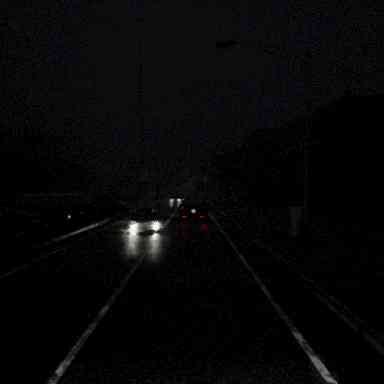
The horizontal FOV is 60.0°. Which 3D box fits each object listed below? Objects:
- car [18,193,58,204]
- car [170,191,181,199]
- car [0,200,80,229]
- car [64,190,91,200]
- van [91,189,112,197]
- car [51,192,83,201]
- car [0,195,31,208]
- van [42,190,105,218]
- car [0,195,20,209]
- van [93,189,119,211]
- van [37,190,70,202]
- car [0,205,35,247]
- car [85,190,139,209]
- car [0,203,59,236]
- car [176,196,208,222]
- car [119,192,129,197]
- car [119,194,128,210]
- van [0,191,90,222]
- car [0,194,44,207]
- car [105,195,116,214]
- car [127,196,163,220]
[{"bbox_3d":[-22.059,0.957,47.872,4.792,1.488,2.163,0,1,0],"label":"car"},{"bbox_3d":[-3.274,0.618,66.254,1.837,1.490,4.892,0,2,0],"label":"car"},{"bbox_3d":[-8.992,1.374,18.037,4.792,1.488,2.163,0,1,0],"label":"car"},{"bbox_3d":[-22.145,0.565,64.522,4.553,1.767,2.185,0,1,0],"label":"car"},{"bbox_3d":[-22.021,0.236,81.170,4.442,1.987,1.878,0,1,0],"label":"van"},{"bbox_3d":[-22.100,0.768,58.973,5.008,1.535,2.097,0,1,0],"label":"car"},{"bbox_3d":[-22.104,1.077,39.546,4.792,1.488,2.163,0,1,0],"label":"car"},{"bbox_3d":[-8.854,1.048,23.638,4.442,1.987,1.878,0,1,0],"label":"van"},{"bbox_3d":[-22.077,1.088,36.771,4.892,1.521,2.231,0,1,0],"label":"car"},{"bbox_3d":[-9.096,0.968,29.248,4.442,1.987,1.878,0,1,0],"label":"van"},{"bbox_3d":[-22.213,0.622,53.418,4.442,1.987,1.878,0,1,0],"label":"van"},{"bbox_3d":[-8.960,1.400,12.426,4.892,1.521,2.231,0,1,0],"label":"car"},{"bbox_3d":[-8.964,0.822,37.657,5.566,2.045,2.435,0,1,0],"label":"car"},{"bbox_3d":[-8.955,1.413,15.229,4.674,1.452,2.002,0,1,0],"label":"car"},{"bbox_3d":[0.095,1.262,24.173,2.163,1.488,4.792,0,1,0],"label":"car"},{"bbox_3d":[-8.803,1.111,34.857,5.366,1.575,1.946,0,1,0],"label":"car"},{"bbox_3d":[-8.986,1.194,32.055,4.674,1.452,2.002,0,1,0],"label":"car"},{"bbox_3d":[-9.083,1.083,20.837,4.442,1.987,1.878,0,1,0],"label":"van"},{"bbox_3d":[-21.893,1.004,42.321,5.366,1.575,1.946,0,1,0],"label":"car"},{"bbox_3d":[-8.970,1.234,26.448,5.008,1.535,2.097,0,1,0],"label":"car"},{"bbox_3d":[-3.354,1.220,25.473,1.882,1.535,5.008,0,1,0],"label":"car"}]
